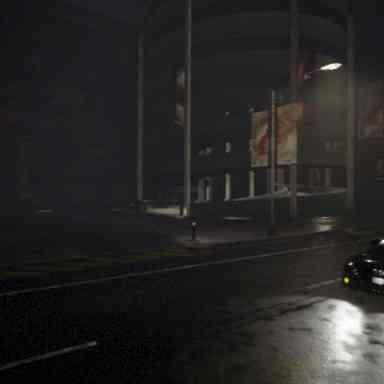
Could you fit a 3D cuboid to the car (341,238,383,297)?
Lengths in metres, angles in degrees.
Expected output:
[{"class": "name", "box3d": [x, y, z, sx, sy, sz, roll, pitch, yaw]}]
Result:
[{"class": "car", "box3d": [5.425, 1.645, 7.915, 4.181, 1.385, 1.994, 1, 0, -36]}]

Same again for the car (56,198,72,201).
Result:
[{"class": "car", "box3d": [-21.196, 1.630, 55.562, 1.895, 1.301, 4.718, 1, 0, -36]}]

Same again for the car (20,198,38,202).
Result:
[{"class": "car", "box3d": [-20.330, 1.415, 41.633, 2.002, 1.452, 4.674, 1, 0, -36]}]

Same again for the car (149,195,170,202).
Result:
[{"class": "car", "box3d": [-6.710, 1.359, 67.102, 2.435, 2.045, 5.566, 1, 0, -36]}]
